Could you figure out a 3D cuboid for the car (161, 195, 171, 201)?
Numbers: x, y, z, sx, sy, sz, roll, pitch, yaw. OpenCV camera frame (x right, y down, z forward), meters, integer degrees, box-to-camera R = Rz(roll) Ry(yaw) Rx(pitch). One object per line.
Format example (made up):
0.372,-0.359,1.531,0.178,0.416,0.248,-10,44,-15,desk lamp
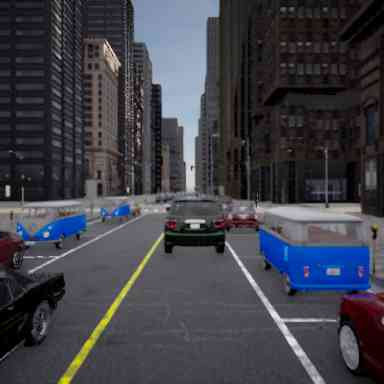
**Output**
-5.819,1.360,74.923,1.947,1.339,4.313,0,0,0,car

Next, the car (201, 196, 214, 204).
2.718,1.387,58.016,2.008,1.369,4.403,0,0,0,car

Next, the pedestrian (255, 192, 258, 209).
7.108,0.938,36.690,0.375,1.860,0.375,0,0,0,pedestrian

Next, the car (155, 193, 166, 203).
-5.811,1.137,63.640,2.192,1.841,5.009,0,0,0,car

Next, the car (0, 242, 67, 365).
-3.103,1.590,3.537,1.895,1.301,4.718,0,0,0,car

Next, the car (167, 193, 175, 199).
-5.832,1.195,91.844,1.967,1.590,4.097,0,0,0,car

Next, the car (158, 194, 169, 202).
-5.815,1.248,69.282,1.967,1.590,4.097,0,0,0,car

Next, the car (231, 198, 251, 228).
2.747,1.381,19.687,1.967,1.590,4.097,0,0,0,car

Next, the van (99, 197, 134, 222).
-5.783,1.267,25.348,1.690,1.788,3.998,0,0,0,van

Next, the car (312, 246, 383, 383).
2.760,1.536,2.655,1.887,1.381,4.507,0,0,0,car

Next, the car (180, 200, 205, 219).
0.076,1.460,29.831,2.033,1.411,5.357,0,0,0,car

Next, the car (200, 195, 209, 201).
2.706,1.338,74.938,1.887,1.381,4.507,0,0,0,car

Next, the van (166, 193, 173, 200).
-5.828,1.109,86.203,1.690,1.788,3.998,0,0,0,van

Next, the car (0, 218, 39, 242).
-5.769,1.557,8.317,1.802,1.307,4.206,0,0,0,car

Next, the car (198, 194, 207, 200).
2.697,1.207,86.219,1.967,1.590,4.097,0,0,0,car

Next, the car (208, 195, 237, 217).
2.738,1.224,31.042,2.192,1.841,5.009,0,0,0,car

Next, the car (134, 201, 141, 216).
-5.786,1.435,30.856,1.752,1.417,4.829,0,0,0,car

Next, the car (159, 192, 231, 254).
0.087,1.182,13.473,2.150,2.045,5.566,0,0,0,car

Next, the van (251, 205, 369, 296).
2.755,1.315,8.332,1.690,1.788,3.998,0,0,0,van

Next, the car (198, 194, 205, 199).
2.693,1.336,91.859,1.802,1.307,4.206,0,0,0,car

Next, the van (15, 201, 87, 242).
-5.774,1.299,13.994,1.690,1.788,3.998,0,0,0,van

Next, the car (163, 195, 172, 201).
-5.823,1.363,80.563,1.802,1.307,4.206,0,0,0,car

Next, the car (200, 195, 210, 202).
2.710,1.358,69.297,2.008,1.369,4.403,0,0,0,car

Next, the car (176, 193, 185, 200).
-3.064,1.117,88.034,2.097,1.767,4.553,0,0,0,car

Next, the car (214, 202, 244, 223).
2.743,1.507,25.365,1.802,1.307,4.206,0,0,0,car
